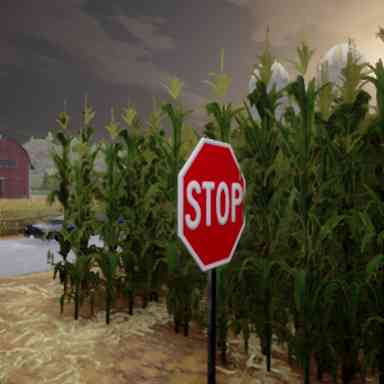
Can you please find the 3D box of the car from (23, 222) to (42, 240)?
[{"bbox_3d":[-5.721,1.669,17.262,2.033,1.411,5.357,0,0,36],"label":"car"}]
